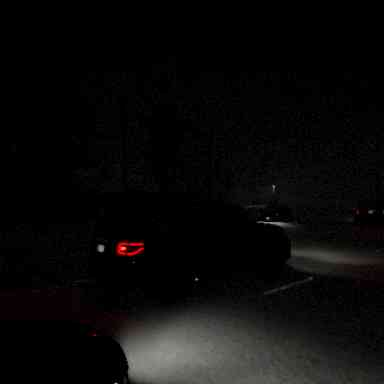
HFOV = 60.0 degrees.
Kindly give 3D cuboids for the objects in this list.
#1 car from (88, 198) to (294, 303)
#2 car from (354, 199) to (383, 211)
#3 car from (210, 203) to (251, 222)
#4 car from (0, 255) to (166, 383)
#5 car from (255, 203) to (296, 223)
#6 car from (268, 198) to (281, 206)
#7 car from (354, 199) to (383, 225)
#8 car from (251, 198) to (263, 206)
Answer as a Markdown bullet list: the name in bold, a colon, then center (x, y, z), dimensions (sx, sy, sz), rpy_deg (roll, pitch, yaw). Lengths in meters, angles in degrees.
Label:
- **car**: center (0.198, 1.233, 8.495), dimensions (5.566, 2.045, 2.150), rpy_deg (0, 0, -40)
- **car**: center (23.799, 1.684, 44.756), dimensions (2.033, 1.411, 5.357), rpy_deg (-1, -1, 10)
- **car**: center (3.384, 1.700, 28.647), dimensions (1.994, 1.385, 4.181), rpy_deg (0, -1, 30)
- **car**: center (-2.671, 1.525, 2.025), dimensions (4.674, 1.442, 1.812), rpy_deg (0, 0, -33)
- **car**: center (7.164, 1.665, 27.992), dimensions (2.033, 1.411, 5.357), rpy_deg (0, -1, 29)
- **car**: center (16.754, 1.982, 67.643), dimensions (2.033, 1.411, 5.357), rpy_deg (-1, -1, 9)
- **car**: center (13.067, 1.414, 24.154), dimensions (2.097, 1.767, 4.553), rpy_deg (-1, 0, 30)
- **car**: center (13.297, 2.028, 68.187), dimensions (2.033, 1.411, 5.357), rpy_deg (-1, -1, 9)
